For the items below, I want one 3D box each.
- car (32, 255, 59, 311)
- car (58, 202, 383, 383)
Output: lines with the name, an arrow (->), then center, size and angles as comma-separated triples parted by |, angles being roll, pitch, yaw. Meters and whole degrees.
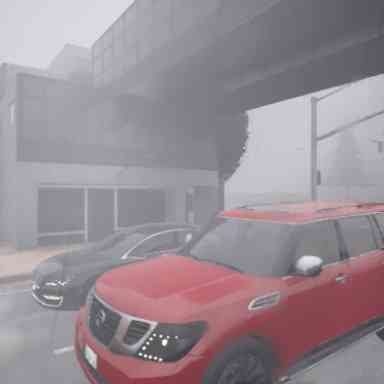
car -> -0.941, 1.505, 7.572 | 4.892, 1.490, 1.837 | 0, 0, -35
car -> 1.272, 1.216, 4.847 | 5.566, 2.045, 2.150 | -1, 1, -35
